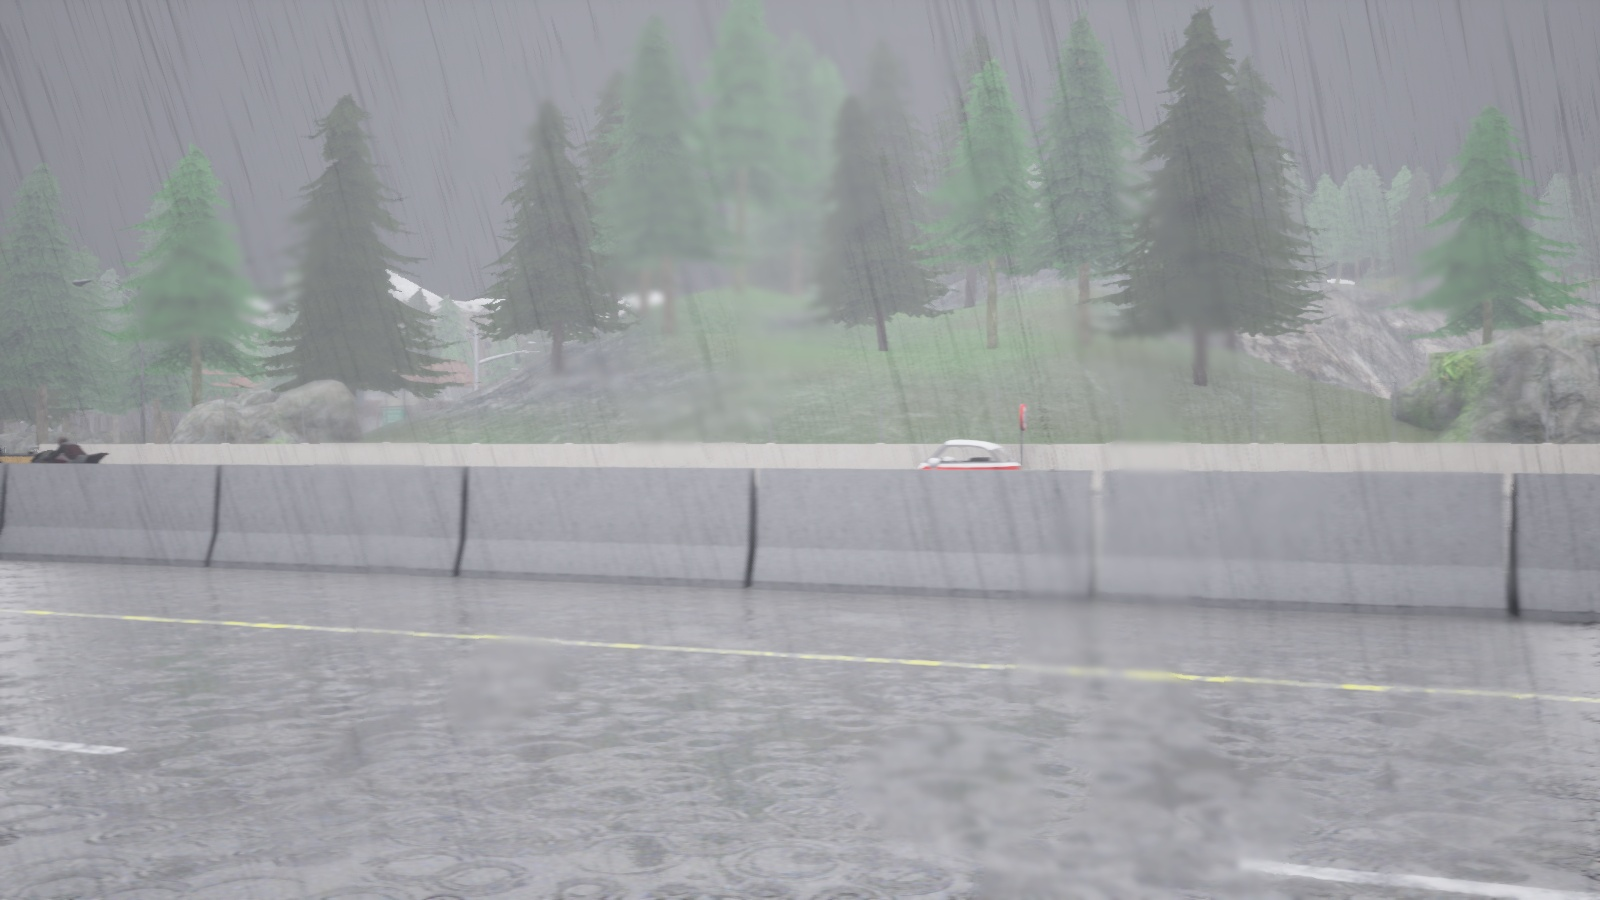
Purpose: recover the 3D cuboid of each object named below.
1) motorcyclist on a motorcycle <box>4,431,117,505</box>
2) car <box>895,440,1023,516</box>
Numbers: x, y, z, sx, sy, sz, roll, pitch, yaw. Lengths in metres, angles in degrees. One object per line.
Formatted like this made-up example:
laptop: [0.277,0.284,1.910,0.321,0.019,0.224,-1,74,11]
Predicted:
motorcyclist on a motorcycle: [-15.893,0.369,27.003,2.191,1.530,0.866,1,1,19]
car: [3.096,0.504,24.306,2.207,1.376,1.481,1,1,19]
